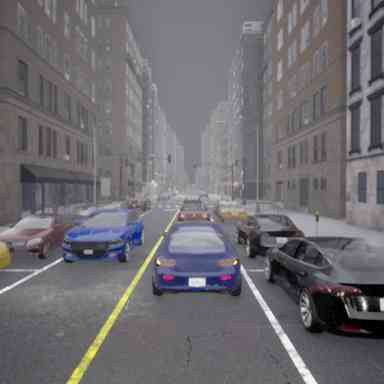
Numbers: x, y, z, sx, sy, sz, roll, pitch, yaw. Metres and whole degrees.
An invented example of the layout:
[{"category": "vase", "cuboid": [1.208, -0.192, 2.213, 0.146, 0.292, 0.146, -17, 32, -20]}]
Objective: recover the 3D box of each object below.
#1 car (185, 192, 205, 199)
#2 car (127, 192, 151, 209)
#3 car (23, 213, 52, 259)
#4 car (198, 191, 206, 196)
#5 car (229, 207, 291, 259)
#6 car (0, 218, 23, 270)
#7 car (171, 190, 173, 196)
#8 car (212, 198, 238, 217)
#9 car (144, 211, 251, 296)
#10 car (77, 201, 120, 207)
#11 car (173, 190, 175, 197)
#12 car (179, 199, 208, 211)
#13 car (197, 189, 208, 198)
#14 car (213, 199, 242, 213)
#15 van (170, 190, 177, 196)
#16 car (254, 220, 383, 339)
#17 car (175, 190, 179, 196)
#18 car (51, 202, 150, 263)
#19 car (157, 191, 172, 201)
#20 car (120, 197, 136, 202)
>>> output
[{"category": "car", "cuboid": [0.053, 1.078, 34.119, 1.882, 1.535, 5.008, 0, 1, 0]}, {"category": "car", "cuboid": [-5.338, 0.922, 33.533, 2.192, 1.841, 5.009, 0, 1, 0]}, {"category": "car", "cuboid": [-5.375, 1.445, 11.886, 1.802, 1.307, 4.206, 0, 1, 0]}, {"category": "car", "cuboid": [2.786, 0.436, 92.699, 1.887, 1.381, 4.507, 0, 1, 0]}, {"category": "car", "cuboid": [2.650, 1.430, 11.863, 1.947, 1.339, 4.313, 0, 1, 0]}, {"category": "car", "cuboid": [-5.384, 1.451, 6.303, 1.752, 1.417, 4.829, 0, 1, 0]}, {"category": "car", "cuboid": [-5.285, 0.770, 65.451, 1.887, 1.381, 4.507, 0, 1, 0]}, {"category": "car", "cuboid": [2.678, 1.255, 28.101, 1.802, 1.307, 4.206, 0, 1, 0]}, {"category": "car", "cuboid": [0.107, 1.431, 8.238, 1.812, 1.442, 4.674, 0, 0, 0]}, {"category": "car", "cuboid": [-5.366, 1.350, 17.299, 2.008, 1.369, 4.403, 0, 1, 0]}, {"category": "car", "cuboid": [-5.276, 0.686, 70.734, 1.752, 1.417, 4.829, 0, 1, 0]}, {"category": "car", "cuboid": [0.119, 1.357, 21.077, 1.895, 1.301, 4.718, 0, 1, 0]}, {"category": "car", "cuboid": [2.759, 0.534, 76.336, 1.967, 1.590, 4.097, 0, 1, 0]}, {"category": "car", "cuboid": [2.669, 1.261, 22.858, 1.752, 1.417, 4.829, 0, 1, 0]}, {"category": "van", "cuboid": [-5.239, 0.231, 92.716, 1.690, 1.788, 3.998, 0, 1, 0]}, {"category": "car", "cuboid": [2.641, 1.492, 6.451, 1.947, 1.339, 4.313, 0, 1, 0]}, {"category": "car", "cuboid": [-5.248, 0.523, 87.265, 1.947, 1.339, 4.313, 0, 1, 0]}, {"category": "car", "cuboid": [-2.836, 1.344, 11.614, 1.882, 1.535, 5.008, 0, 1, 0]}, {"category": "car", "cuboid": [-5.294, 0.842, 59.997, 2.008, 1.369, 4.403, 0, 1, 0]}, {"category": "car", "cuboid": [-5.357, 1.286, 22.711, 2.008, 1.369, 4.403, 0, 1, 0]}]
